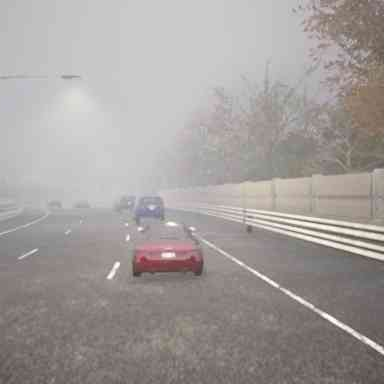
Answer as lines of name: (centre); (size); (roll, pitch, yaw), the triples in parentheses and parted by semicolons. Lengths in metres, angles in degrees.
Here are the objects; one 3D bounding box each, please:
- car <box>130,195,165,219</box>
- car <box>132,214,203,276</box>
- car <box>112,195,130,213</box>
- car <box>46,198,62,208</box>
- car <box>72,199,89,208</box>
car: (-3.477, 1.345, 26.212); (2.150, 2.045, 5.566); (0, -2, -13)
car: (-0.810, 1.619, 10.625); (1.994, 1.385, 4.181); (0, 0, -6)
car: (-7.958, 1.426, 40.164); (2.150, 2.045, 5.566); (0, -1, -19)
car: (-22.082, 1.782, 53.231); (1.837, 1.490, 4.892); (0, -1, -30)
car: (-17.476, 1.836, 52.234); (1.994, 1.385, 4.181); (0, 0, -28)
